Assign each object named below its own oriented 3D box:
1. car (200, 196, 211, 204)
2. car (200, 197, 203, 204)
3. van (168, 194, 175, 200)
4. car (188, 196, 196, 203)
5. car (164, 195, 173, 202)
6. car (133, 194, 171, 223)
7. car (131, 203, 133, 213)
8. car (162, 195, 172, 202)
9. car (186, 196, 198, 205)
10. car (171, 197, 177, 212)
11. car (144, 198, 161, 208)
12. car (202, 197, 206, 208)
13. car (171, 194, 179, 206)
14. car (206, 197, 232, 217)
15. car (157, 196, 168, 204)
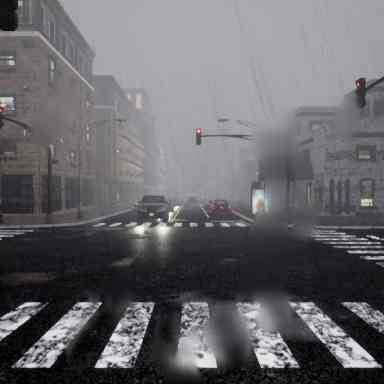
[{"bbox_3d":[2.624,1.591,65.937,2.008,1.369,4.403,-1,0,0],"label":"car"},{"bbox_3d":[2.640,1.571,48.847,2.008,1.369,4.403,0,0,0],"label":"car"},{"bbox_3d":[-5.786,1.430,94.399,1.690,1.788,3.998,-1,0,0],"label":"van"},{"bbox_3d":[0.015,1.572,70.718,1.812,1.442,4.674,0,0,0],"label":"car"},{"bbox_3d":[-5.773,1.592,82.836,1.752,1.417,4.829,-1,0,0],"label":"car"},{"bbox_3d":[-2.932,1.225,25.530,2.150,2.045,5.566,0,-1,-3],"label":"car"},{"bbox_3d":[-5.730,1.561,37.433,2.008,1.369,4.403,0,0,0],"label":"car"},{"bbox_3d":[-5.769,1.497,77.309,1.967,1.590,4.097,0,0,0],"label":"car"},{"bbox_3d":[0.046,1.538,60.300,1.837,1.490,4.892,0,0,0],"label":"car"},{"bbox_3d":[-3.134,1.576,39.177,1.994,1.385,4.181,0,0,0],"label":"car"},{"bbox_3d":[-5.741,1.571,48.827,2.008,1.369,4.403,0,0,0],"label":"car"},{"bbox_3d":[2.645,1.597,43.150,1.802,1.307,4.206,0,0,0],"label":"car"},{"bbox_3d":[-3.124,1.519,55.289,2.128,1.511,4.902,0,0,0],"label":"car"},{"bbox_3d":[2.655,1.446,31.756,1.967,1.590,4.097,0,0,0],"label":"car"},{"bbox_3d":[-5.757,1.565,65.746,1.752,1.417,4.829,0,0,0],"label":"car"}]
